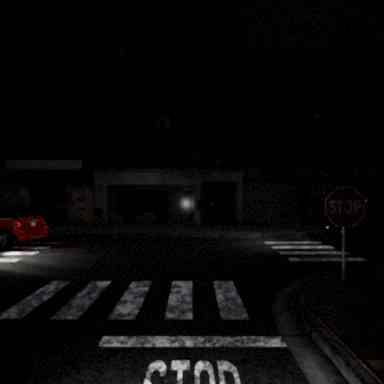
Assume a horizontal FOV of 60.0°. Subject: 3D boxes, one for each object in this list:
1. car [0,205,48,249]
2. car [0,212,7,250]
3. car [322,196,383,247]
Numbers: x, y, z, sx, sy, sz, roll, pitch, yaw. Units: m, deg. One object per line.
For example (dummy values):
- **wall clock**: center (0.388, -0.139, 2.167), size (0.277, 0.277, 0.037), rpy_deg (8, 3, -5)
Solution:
- **car**: center (-8.613, 1.337, 14.071), size (4.553, 1.767, 2.097), rpy_deg (0, 1, 11)
- **car**: center (-9.681, 1.548, 11.417), size (5.357, 1.411, 2.033), rpy_deg (0, 0, 0)
- **car**: center (8.606, 1.166, 14.350), size (5.566, 2.045, 2.150), rpy_deg (0, 0, 0)
